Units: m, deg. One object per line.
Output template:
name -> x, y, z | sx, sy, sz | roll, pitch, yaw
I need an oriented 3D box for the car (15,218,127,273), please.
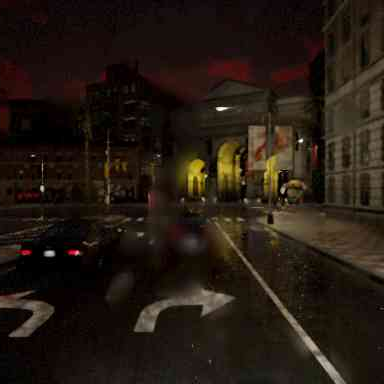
car -> -3.479, 1.554, 10.648 | 2.033, 1.411, 5.357 | 0, 0, 0

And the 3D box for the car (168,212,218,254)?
car -> 0.049, 1.533, 13.412 | 1.812, 1.442, 4.674 | 0, 0, 1
